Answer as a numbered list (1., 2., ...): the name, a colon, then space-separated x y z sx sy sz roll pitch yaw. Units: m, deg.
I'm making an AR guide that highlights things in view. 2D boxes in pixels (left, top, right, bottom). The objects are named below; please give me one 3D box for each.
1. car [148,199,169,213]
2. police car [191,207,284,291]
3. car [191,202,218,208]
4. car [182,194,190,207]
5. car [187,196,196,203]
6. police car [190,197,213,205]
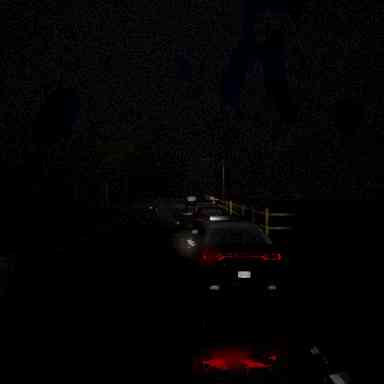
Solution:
1. car: -3.580 1.518 36.457 1.837 1.490 4.892 0 0 0
2. police car: 1.030 1.432 9.167 1.930 1.638 5.238 0 0 0
3. car: 1.009 1.537 19.065 1.812 1.442 4.674 0 0 0
4. car: -0.048 1.503 50.928 2.128 1.511 4.902 0 0 0
5. car: -0.150 1.596 69.562 1.895 1.301 4.718 0 0 0
6. police car: 0.995 1.437 25.180 1.930 1.638 5.238 0 0 0
